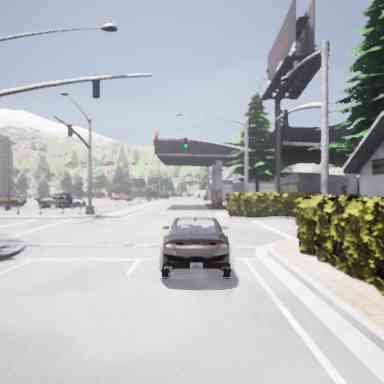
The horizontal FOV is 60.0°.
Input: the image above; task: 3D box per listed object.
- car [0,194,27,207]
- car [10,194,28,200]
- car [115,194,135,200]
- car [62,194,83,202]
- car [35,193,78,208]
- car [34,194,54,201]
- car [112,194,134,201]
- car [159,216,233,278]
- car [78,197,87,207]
[{"bbox_3d":[-24.659,1.059,44.516,4.605,1.855,1.932,0,0,-1],"label":"car"},{"bbox_3d":[-42.537,1.303,81.834,3.633,1.501,1.845,0,0,-1],"label":"car"},{"bbox_3d":[-16.503,1.269,81.996,4.514,1.523,2.007,0,0,-1],"label":"car"},{"bbox_3d":[-24.037,1.262,66.969,3.633,1.501,1.845,0,0,-1],"label":"car"},{"bbox_3d":[-16.772,1.041,41.275,3.866,1.878,1.905,0,0,-1],"label":"car"},{"bbox_3d":[-35.099,1.316,78.898,3.806,1.475,1.970,0,0,-1],"label":"car"},{"bbox_3d":[-16.432,1.263,78.860,5.027,1.636,2.152,0,0,-1],"label":"car"},{"bbox_3d":[0.107,1.483,10.103,2.128,1.511,4.902,0,0,0],"label":"car"},{"bbox_3d":[-16.180,1.322,44.604,3.806,1.475,1.970,0,0,-1],"label":"car"}]
